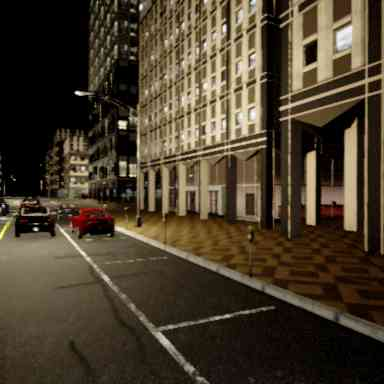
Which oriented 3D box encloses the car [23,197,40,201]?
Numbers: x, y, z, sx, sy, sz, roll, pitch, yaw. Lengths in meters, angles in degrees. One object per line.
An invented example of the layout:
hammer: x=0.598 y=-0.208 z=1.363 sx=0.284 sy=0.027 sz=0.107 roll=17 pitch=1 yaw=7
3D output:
car: x=-16.496 y=1.346 z=34.156 sx=2.097 sy=1.767 sz=4.553 roll=0 pitch=0 yaw=-26

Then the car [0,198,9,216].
car: x=-18.495 y=1.336 z=31.282 sx=2.097 sy=1.767 sz=4.553 roll=0 pitch=0 yaw=-26

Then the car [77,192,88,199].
car: x=-26.755 y=1.093 z=87.647 sx=5.009 sy=1.841 sz=2.192 roll=-1 pitch=2 yaw=-27

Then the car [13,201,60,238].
car: x=-8.472 y=1.503 z=18.001 sx=1.837 sy=1.490 sz=4.892 roll=0 pitch=0 yaw=-26

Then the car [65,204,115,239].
car: x=-5.268 y=1.551 z=17.455 sx=1.887 sy=1.381 sz=4.507 roll=0 pitch=0 yaw=-26

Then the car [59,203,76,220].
car: x=-10.298 y=1.555 z=27.572 sx=2.008 sy=1.369 sz=4.403 roll=0 pitch=0 yaw=-26
